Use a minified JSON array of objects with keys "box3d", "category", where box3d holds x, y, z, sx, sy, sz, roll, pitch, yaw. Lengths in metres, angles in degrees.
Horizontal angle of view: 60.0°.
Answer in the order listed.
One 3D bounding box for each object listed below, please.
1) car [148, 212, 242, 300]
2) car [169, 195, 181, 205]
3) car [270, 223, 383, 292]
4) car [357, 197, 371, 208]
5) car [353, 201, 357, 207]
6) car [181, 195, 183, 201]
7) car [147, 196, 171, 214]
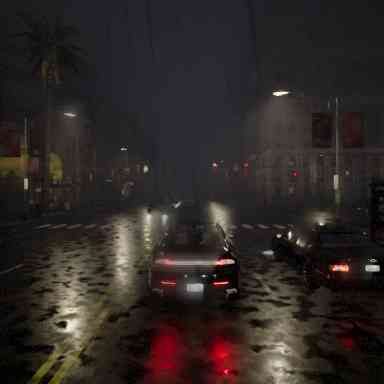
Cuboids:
[{"box3d":[0.063,1.492,8.347,2.128,1.511,4.902,0,0,0],"category":"car"},{"box3d":[-3.553,1.351,59.121,2.097,1.767,4.553,0,0,0],"category":"car"},{"box3d":[3.567,1.547,9.047,2.033,1.411,5.357,0,0,0],"category":"car"},{"box3d":[25.441,1.505,44.699,4.892,1.490,1.837,0,0,0],"category":"car"},{"box3d":[26.061,1.477,48.209,5.008,1.535,1.882,0,0,0],"category":"car"},{"box3d":[-3.464,1.525,73.005,2.128,1.511,4.902,0,0,0],"category":"car"},{"box3d":[-3.583,1.477,35.566,1.882,1.535,5.008,0,0,0],"category":"car"}]
